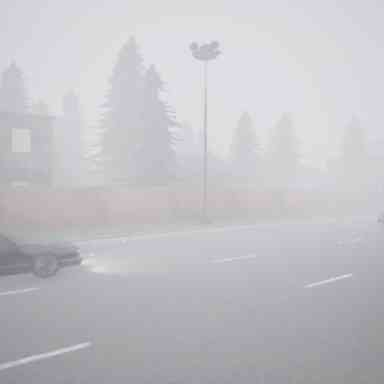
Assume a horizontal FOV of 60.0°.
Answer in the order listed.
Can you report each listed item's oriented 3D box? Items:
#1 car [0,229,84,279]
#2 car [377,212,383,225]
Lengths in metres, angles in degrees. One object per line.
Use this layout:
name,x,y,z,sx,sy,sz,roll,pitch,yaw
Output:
car,-5.637,1.548,8.395,5.357,1.411,2.033,0,0,-35
car,14.846,1.638,22.945,5.357,1.411,2.033,0,0,-36
